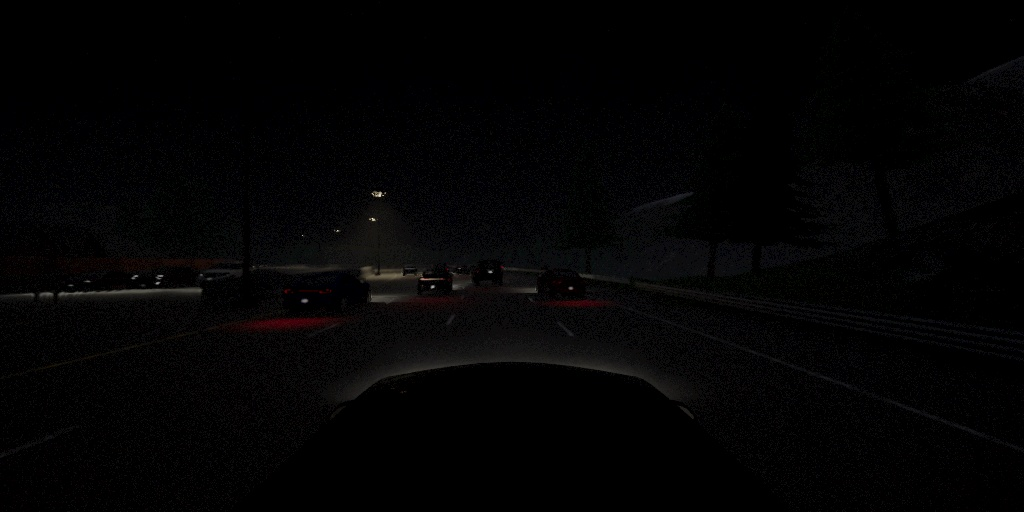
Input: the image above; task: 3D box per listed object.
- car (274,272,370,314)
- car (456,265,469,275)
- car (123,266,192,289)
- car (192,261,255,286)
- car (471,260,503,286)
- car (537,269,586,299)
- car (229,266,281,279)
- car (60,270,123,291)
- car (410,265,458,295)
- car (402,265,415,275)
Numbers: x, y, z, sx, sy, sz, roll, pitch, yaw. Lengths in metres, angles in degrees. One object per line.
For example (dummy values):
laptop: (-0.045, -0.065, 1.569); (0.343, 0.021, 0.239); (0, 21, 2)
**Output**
car: (-7.491, 1.445, 15.047); (1.882, 1.535, 5.008); (0, -1, -5)
car: (-7.424, 1.967, 51.758); (2.128, 1.511, 4.902); (0, -1, -18)
car: (-27.117, 1.589, 28.163); (2.097, 1.767, 4.553); (0, -1, -11)
car: (-23.988, 1.477, 30.599); (2.150, 2.045, 5.566); (0, -1, -11)
car: (-2.174, 1.377, 30.304); (2.150, 2.045, 5.566); (0, -1, -10)
car: (2.650, 1.471, 20.191); (1.882, 1.535, 5.008); (0, -1, -6)
car: (-20.160, 1.768, 29.258); (2.033, 1.411, 5.357); (0, -1, -11)
car: (-30.382, 1.757, 26.641); (1.812, 1.442, 4.674); (0, -1, -11)
car: (-4.724, 1.550, 22.429); (2.128, 1.511, 4.902); (0, -1, -7)
car: (-14.657, 1.995, 51.423); (2.128, 1.511, 4.902); (0, -1, -18)
